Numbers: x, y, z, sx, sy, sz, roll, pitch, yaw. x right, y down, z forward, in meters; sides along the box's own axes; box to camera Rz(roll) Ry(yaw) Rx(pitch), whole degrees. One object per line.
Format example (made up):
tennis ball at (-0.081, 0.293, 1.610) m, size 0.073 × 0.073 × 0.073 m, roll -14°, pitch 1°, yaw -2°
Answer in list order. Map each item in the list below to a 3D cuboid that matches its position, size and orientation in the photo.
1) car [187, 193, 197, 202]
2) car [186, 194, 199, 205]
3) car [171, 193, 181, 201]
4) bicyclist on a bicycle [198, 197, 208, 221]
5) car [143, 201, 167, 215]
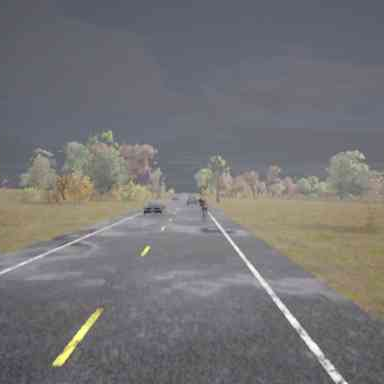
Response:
car at (0.026, 1.198, 74.537) m, size 2.097 × 1.767 × 4.553 m, roll 0°, pitch 0°, yaw 0°
car at (0.094, 1.377, 55.434) m, size 2.128 × 1.511 × 4.902 m, roll 0°, pitch 0°, yaw 0°
car at (-3.475, 1.117, 73.452) m, size 2.097 × 1.767 × 4.553 m, roll 0°, pitch 0°, yaw 0°
bicyclist on a bicycle at (0.971, 1.401, 24.865) m, size 0.582 × 1.620 × 1.656 m, roll 0°, pitch 0°, yaw 0°
car at (-3.586, 1.533, 32.527) m, size 1.895 × 1.301 × 4.718 m, roll 0°, pitch 0°, yaw 0°
